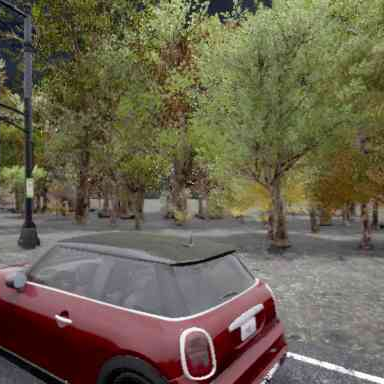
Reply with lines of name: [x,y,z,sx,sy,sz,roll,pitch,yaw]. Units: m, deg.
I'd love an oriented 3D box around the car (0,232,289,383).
car: [-1.167,1.346,4.506,4.553,1.767,2.097,0,1,36]
